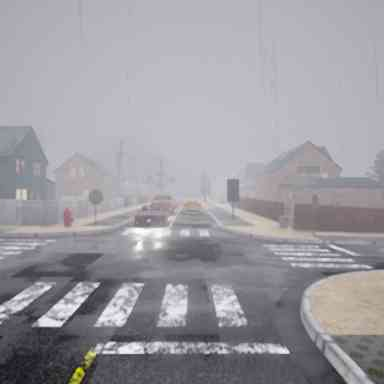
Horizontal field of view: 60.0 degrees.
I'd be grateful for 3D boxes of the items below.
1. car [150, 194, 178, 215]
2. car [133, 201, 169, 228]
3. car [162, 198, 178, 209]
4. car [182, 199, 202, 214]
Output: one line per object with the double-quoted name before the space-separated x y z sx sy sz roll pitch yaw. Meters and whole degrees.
"car" -2.941 1.223 34.081 2.150 2.045 5.566 0 0 0
"car" -2.718 1.554 22.197 1.994 1.385 4.181 0 0 -3
"car" -2.969 1.581 45.805 1.994 1.385 4.181 0 0 0
"car" -0.007 1.477 35.604 1.882 1.535 5.008 0 0 0
